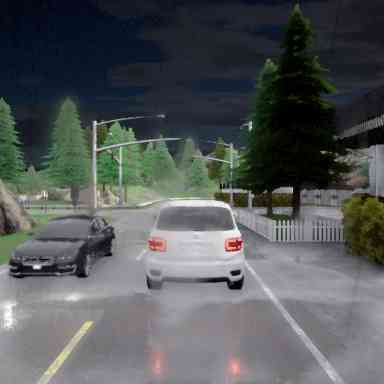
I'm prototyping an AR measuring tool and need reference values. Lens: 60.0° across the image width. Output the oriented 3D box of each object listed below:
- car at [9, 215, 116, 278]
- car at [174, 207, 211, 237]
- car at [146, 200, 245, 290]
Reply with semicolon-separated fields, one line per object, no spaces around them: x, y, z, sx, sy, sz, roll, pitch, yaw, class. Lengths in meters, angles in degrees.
-3.632;1.505;10.206;1.837;1.490;4.892;0;0;0;car
0.015;1.601;18.997;1.895;1.301;4.718;0;0;0;car
0.063;1.221;9.234;2.150;2.045;5.566;0;0;0;car
